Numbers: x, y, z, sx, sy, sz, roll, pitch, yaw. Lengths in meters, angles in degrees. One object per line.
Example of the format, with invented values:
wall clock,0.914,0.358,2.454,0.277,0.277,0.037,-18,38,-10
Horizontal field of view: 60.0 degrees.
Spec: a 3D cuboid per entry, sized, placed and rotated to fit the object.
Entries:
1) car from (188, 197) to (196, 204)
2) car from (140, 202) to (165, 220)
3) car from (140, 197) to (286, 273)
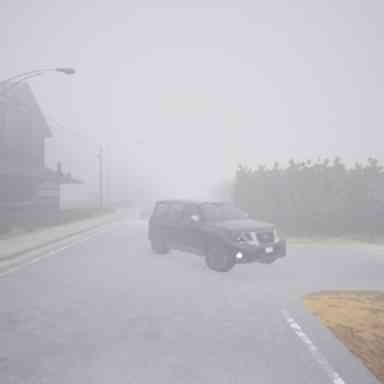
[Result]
car,-0.086,1.846,75.665,1.812,1.442,4.674,0,0,0
car,-3.547,1.656,30.646,1.812,1.442,4.674,0,0,0
car,0.496,1.273,11.445,2.150,2.045,5.566,-1,0,-36
